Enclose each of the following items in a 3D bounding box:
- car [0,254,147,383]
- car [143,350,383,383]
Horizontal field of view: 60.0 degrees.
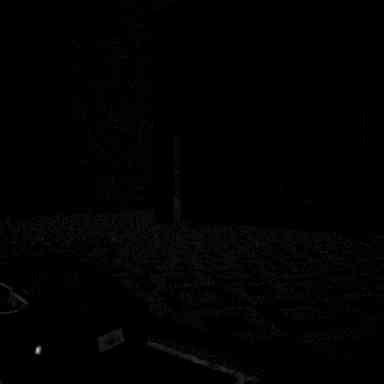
[{"bbox_3d":[-2.528,1.567,4.652,4.313,1.339,1.947,0,0,35],"label":"car"},{"bbox_3d":[2.062,1.566,1.379,4.313,1.339,1.947,0,0,35],"label":"car"}]
